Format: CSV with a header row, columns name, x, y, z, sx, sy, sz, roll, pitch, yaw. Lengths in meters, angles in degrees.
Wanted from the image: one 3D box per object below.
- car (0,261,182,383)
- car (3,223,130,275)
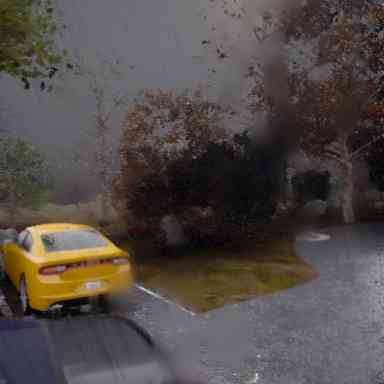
name,x,y,z,sx,sy,sz,roll,pitch,yaw
car,-2.561,1.548,1.708,5.357,1.411,2.033,0,0,-30
car,-3.155,1.476,7.801,2.097,1.535,5.008,0,0,-36
